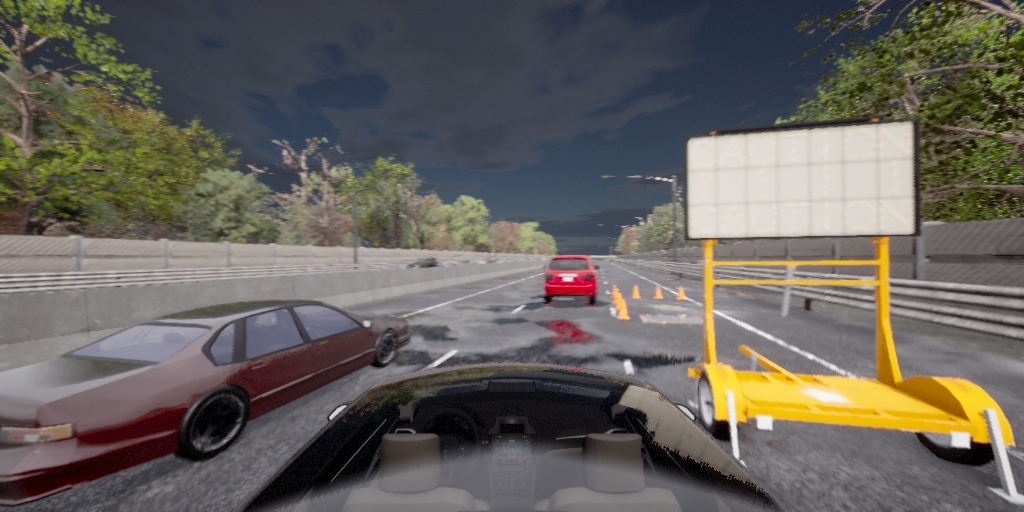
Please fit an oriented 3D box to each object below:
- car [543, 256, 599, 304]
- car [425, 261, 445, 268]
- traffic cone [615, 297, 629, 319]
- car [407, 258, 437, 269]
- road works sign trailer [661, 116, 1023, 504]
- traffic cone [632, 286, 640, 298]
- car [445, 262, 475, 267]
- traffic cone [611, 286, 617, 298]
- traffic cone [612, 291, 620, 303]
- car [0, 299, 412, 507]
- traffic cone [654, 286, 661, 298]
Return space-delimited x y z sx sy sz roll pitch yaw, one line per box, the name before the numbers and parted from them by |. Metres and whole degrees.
car | 2.818 1.001 16.628 2.150 2.045 5.566 -1 0 13
car | -8.577 1.590 44.844 1.895 1.301 4.718 -1 0 14
traffic cone | 3.597 1.710 11.628 0.340 0.580 0.340 0 0 13
car | -11.637 1.242 47.084 2.150 2.045 5.566 -1 0 14
road works sign trailer | 3.414 0.195 4.474 2.380 3.560 2.880 0 0 13
traffic cone | 5.966 1.710 17.230 0.340 0.580 0.340 0 0 13
car | -5.616 1.444 42.255 2.128 1.511 4.902 -1 0 14
traffic cone | 4.528 1.716 15.518 0.340 0.580 0.340 0 0 13
traffic cone | 4.062 1.713 13.573 0.340 0.580 0.340 0 0 13
car | -3.531 1.339 5.139 2.033 1.411 5.357 -1 0 13
traffic cone | 6.938 1.701 16.997 0.340 0.580 0.340 0 0 13
